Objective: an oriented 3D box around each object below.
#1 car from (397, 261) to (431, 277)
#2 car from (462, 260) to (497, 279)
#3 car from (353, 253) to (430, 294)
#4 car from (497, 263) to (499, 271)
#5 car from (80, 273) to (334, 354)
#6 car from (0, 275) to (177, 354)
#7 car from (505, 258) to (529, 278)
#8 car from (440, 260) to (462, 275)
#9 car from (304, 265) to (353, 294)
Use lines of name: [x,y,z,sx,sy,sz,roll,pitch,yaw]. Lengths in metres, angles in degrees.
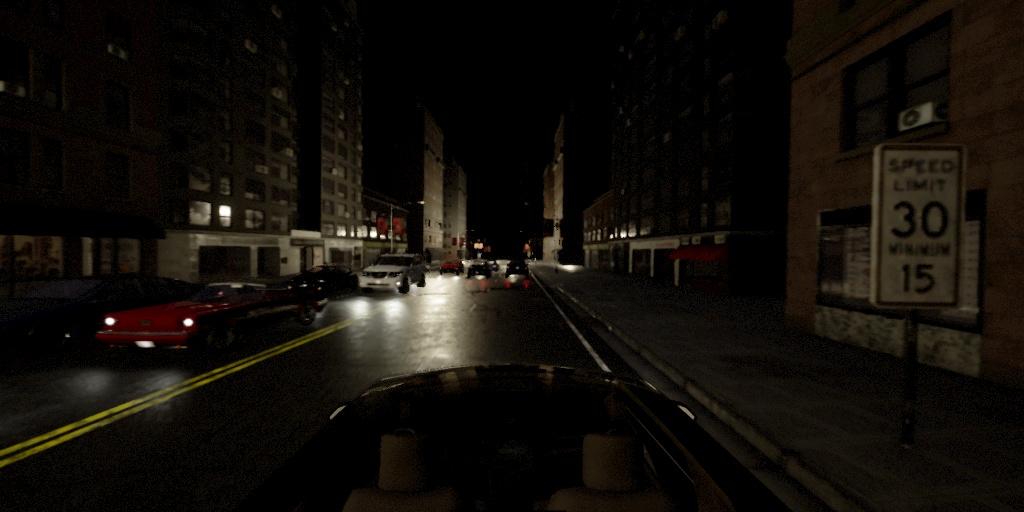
car: [-9.309,1.203,34.341,1.895,1.301,4.718,1,0,1]
car: [-2.782,1.173,31.651,2.128,1.511,4.902,1,0,1]
car: [-6.350,0.879,19.900,2.150,2.045,5.566,1,0,1]
car: [-2.606,1.207,44.544,2.033,1.411,5.357,1,0,1]
car: [-6.526,1.268,8.623,1.895,1.301,4.718,1,0,1]
car: [-9.776,1.177,8.656,2.033,1.411,5.357,1,0,1]
car: [0.508,1.069,33.434,2.097,1.767,4.553,1,0,1]
car: [-6.021,1.135,36.553,1.882,1.535,5.008,1,0,1]
car: [-9.621,1.183,18.649,1.994,1.385,4.181,1,0,1]
